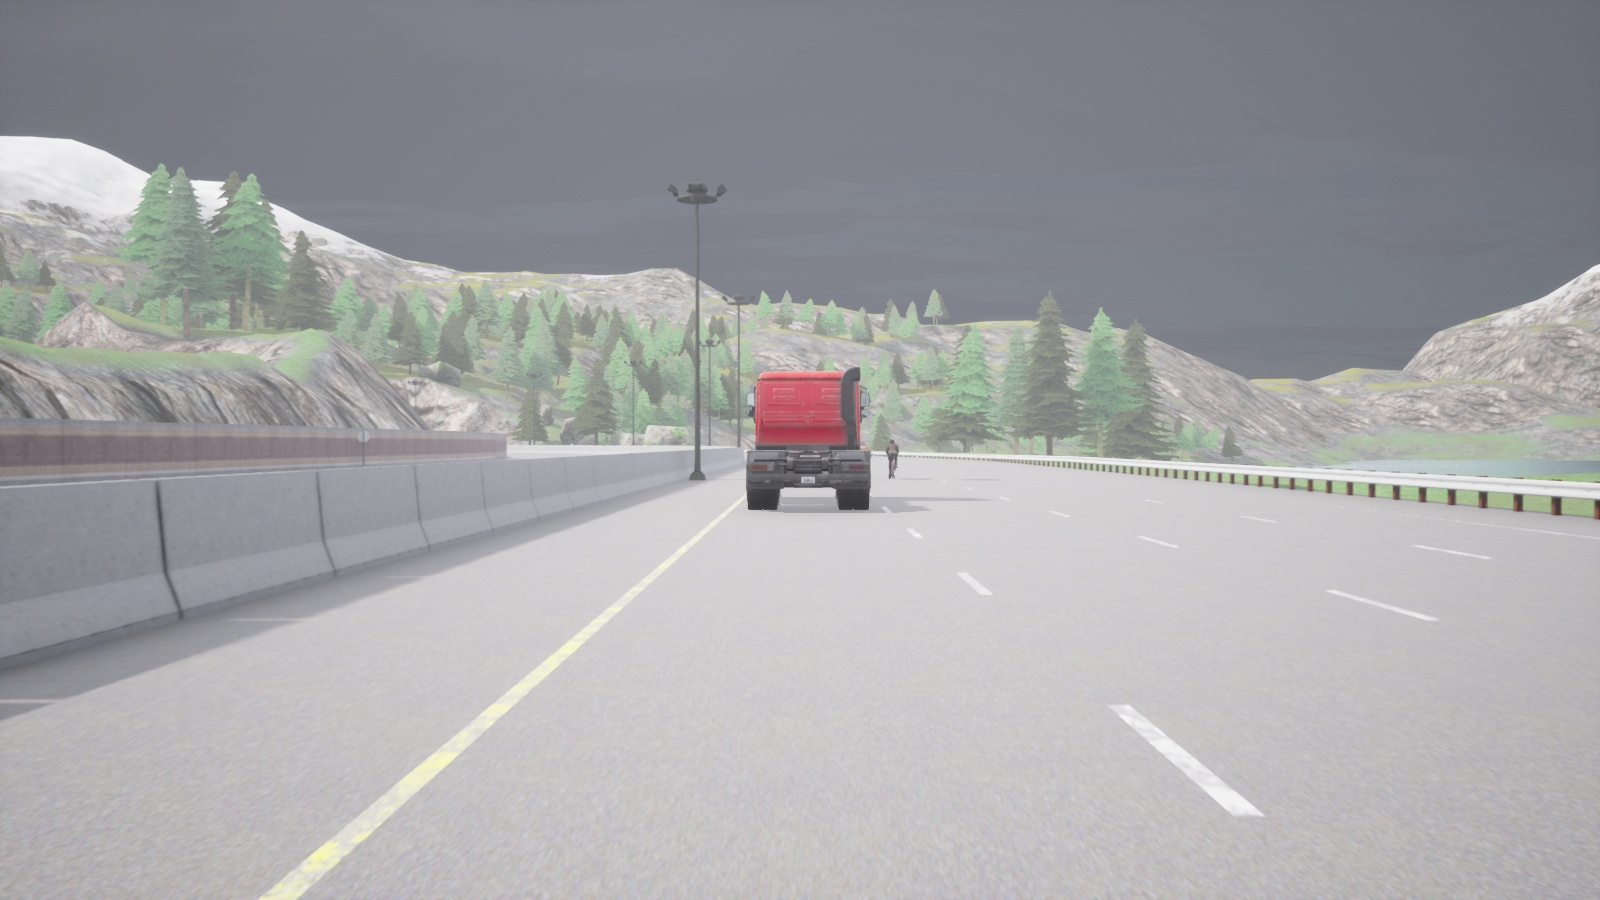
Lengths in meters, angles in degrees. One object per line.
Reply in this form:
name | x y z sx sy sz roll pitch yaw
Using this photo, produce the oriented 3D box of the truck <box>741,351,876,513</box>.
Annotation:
truck | 0.194 -0.409 30.886 2.891 3.462 7.936 0 0 0
